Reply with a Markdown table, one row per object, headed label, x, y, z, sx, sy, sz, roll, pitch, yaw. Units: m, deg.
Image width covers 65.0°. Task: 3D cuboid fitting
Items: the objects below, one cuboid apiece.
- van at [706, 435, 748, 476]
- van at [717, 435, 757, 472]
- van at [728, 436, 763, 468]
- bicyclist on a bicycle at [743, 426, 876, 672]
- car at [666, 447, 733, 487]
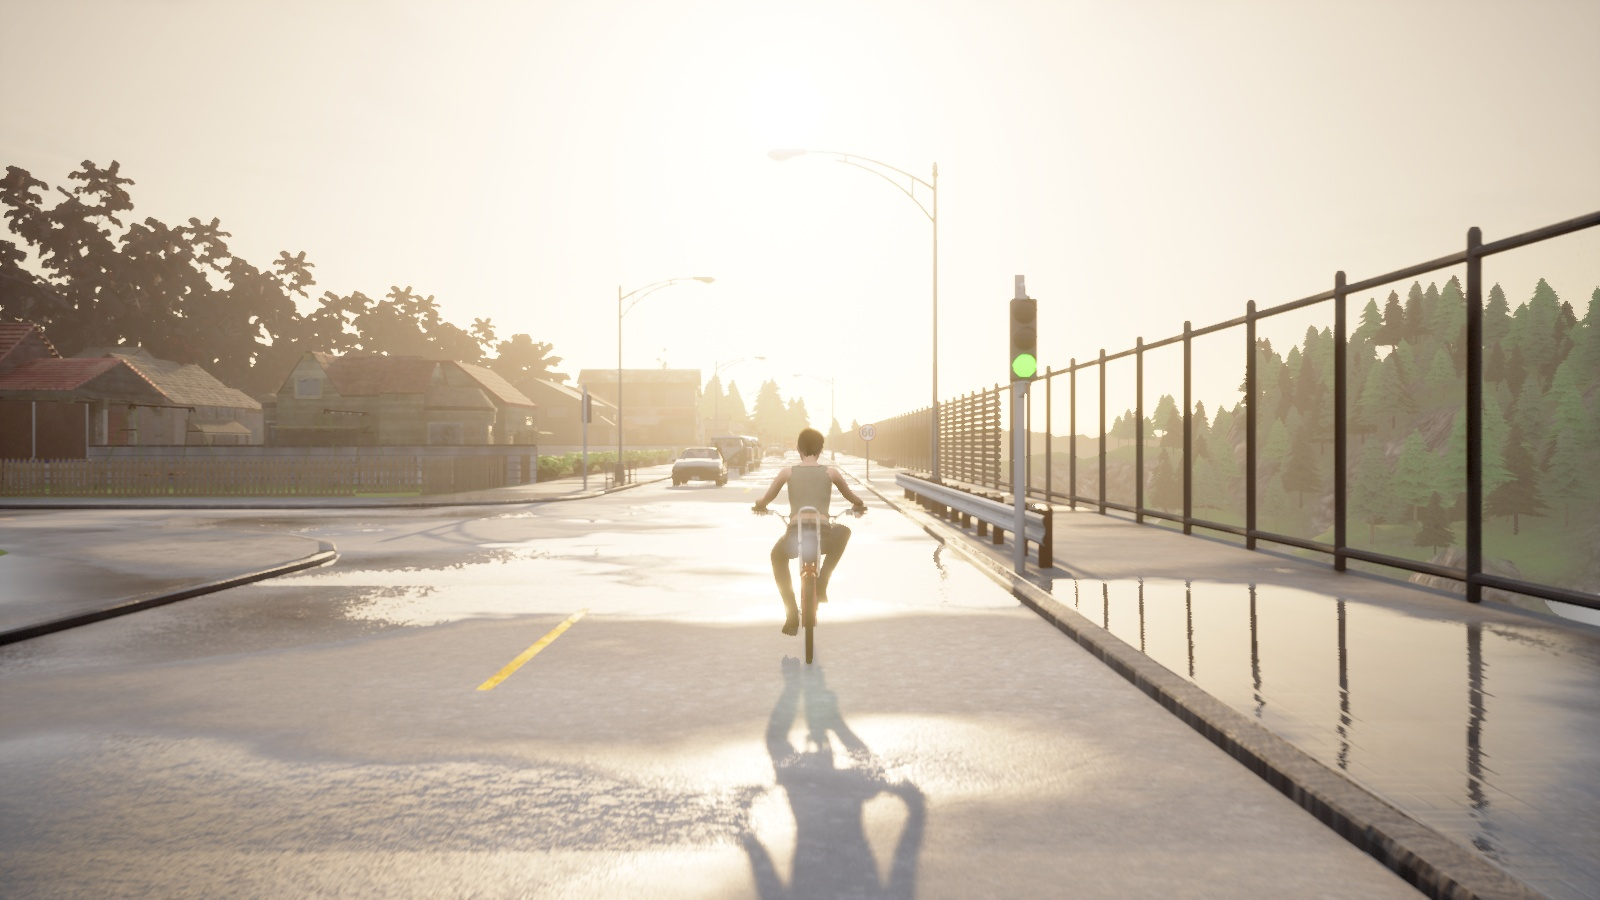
| label | x | y | z | sx | sy | sz | roll | pitch | yaw |
| --- | --- | --- | --- | --- | --- | --- | --- | --- | --- |
| van | -3.618 | 0.239 | 62.852 | 1.775 | 1.987 | 4.442 | 0 | 0 | 0 |
| van | -3.565 | 0.172 | 72.039 | 2.069 | 2.038 | 4.480 | 0 | 0 | 0 |
| van | -3.515 | 0.135 | 81.261 | 2.069 | 2.038 | 4.480 | 0 | 0 | 0 |
| bicyclist on a bicycle | 0.066 | 0.647 | 8.980 | 0.866 | 1.612 | 1.509 | 0 | 0 | 0 |
| car | -3.709 | 0.598 | 47.239 | 2.033 | 1.411 | 5.357 | 0 | 0 | 0 |
